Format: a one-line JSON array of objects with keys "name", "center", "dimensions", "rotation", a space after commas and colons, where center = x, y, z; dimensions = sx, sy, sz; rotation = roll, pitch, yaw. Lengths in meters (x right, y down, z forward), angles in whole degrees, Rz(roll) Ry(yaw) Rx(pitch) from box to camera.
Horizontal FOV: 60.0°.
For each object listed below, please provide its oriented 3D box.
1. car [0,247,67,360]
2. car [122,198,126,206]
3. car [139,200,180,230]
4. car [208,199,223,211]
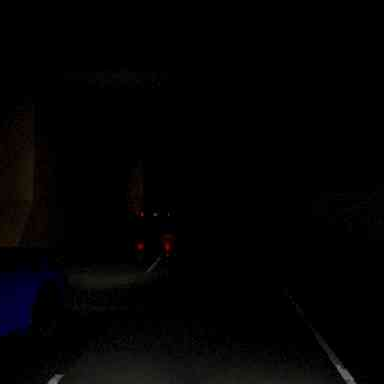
[{"name": "car", "center": [-3.216, 1.213, 3.147], "dimensions": [2.150, 2.045, 5.566], "rotation": [0, 0, 2]}, {"name": "car", "center": [-10.608, 1.562, 50.682], "dimensions": [1.994, 1.385, 4.181], "rotation": [0, 0, 4]}, {"name": "car", "center": [-2.000, 1.360, 21.608], "dimensions": [2.097, 1.767, 4.553], "rotation": [0, 0, 4]}, {"name": "car", "center": [2.898, 1.585, 40.895], "dimensions": [2.033, 1.411, 5.357], "rotation": [0, 0, 4]}]
